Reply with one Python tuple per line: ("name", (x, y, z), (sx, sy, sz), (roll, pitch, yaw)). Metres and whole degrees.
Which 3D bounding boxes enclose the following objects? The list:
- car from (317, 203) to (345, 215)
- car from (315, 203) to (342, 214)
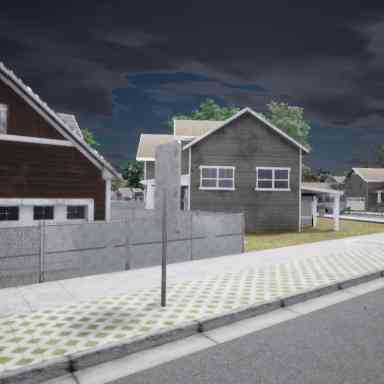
("car", (18.252, 2.222, 44.068), (2.128, 1.511, 4.902), (1, -2, -6))
("car", (20.524, 2.467, 50.245), (1.812, 1.442, 4.674), (1, -2, -7))
